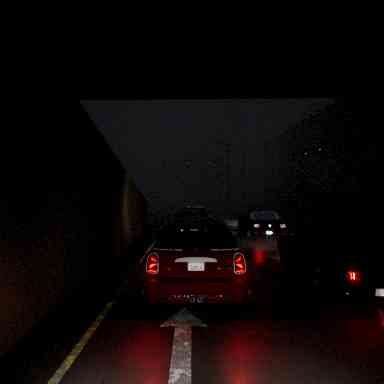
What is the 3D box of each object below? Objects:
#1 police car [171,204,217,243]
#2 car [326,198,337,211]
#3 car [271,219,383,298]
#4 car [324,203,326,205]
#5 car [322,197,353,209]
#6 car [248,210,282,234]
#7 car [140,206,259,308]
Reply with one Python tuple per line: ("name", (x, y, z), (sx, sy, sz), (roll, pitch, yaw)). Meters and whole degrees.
("police car", (0.087, 1.504, 17.180), (2.038, 1.542, 4.974), (0, 0, 0))
("car", (17.414, 1.453, 35.343), (2.038, 1.542, 4.974), (0, 0, -35))
("car", (3.603, 1.601, 8.471), (1.895, 1.301, 4.718), (0, 0, 0))
("car", (17.516, 1.453, 39.950), (2.038, 1.542, 4.974), (0, 0, 45))
("car", (17.553, 1.295, 39.987), (1.853, 1.218, 4.536), (0, 0, 45))
("car", (3.591, 1.601, 17.628), (1.895, 1.301, 4.718), (0, 0, 0))
("car", (0.079, 1.352, 8.055), (2.097, 1.767, 4.553), (0, 0, 0))
